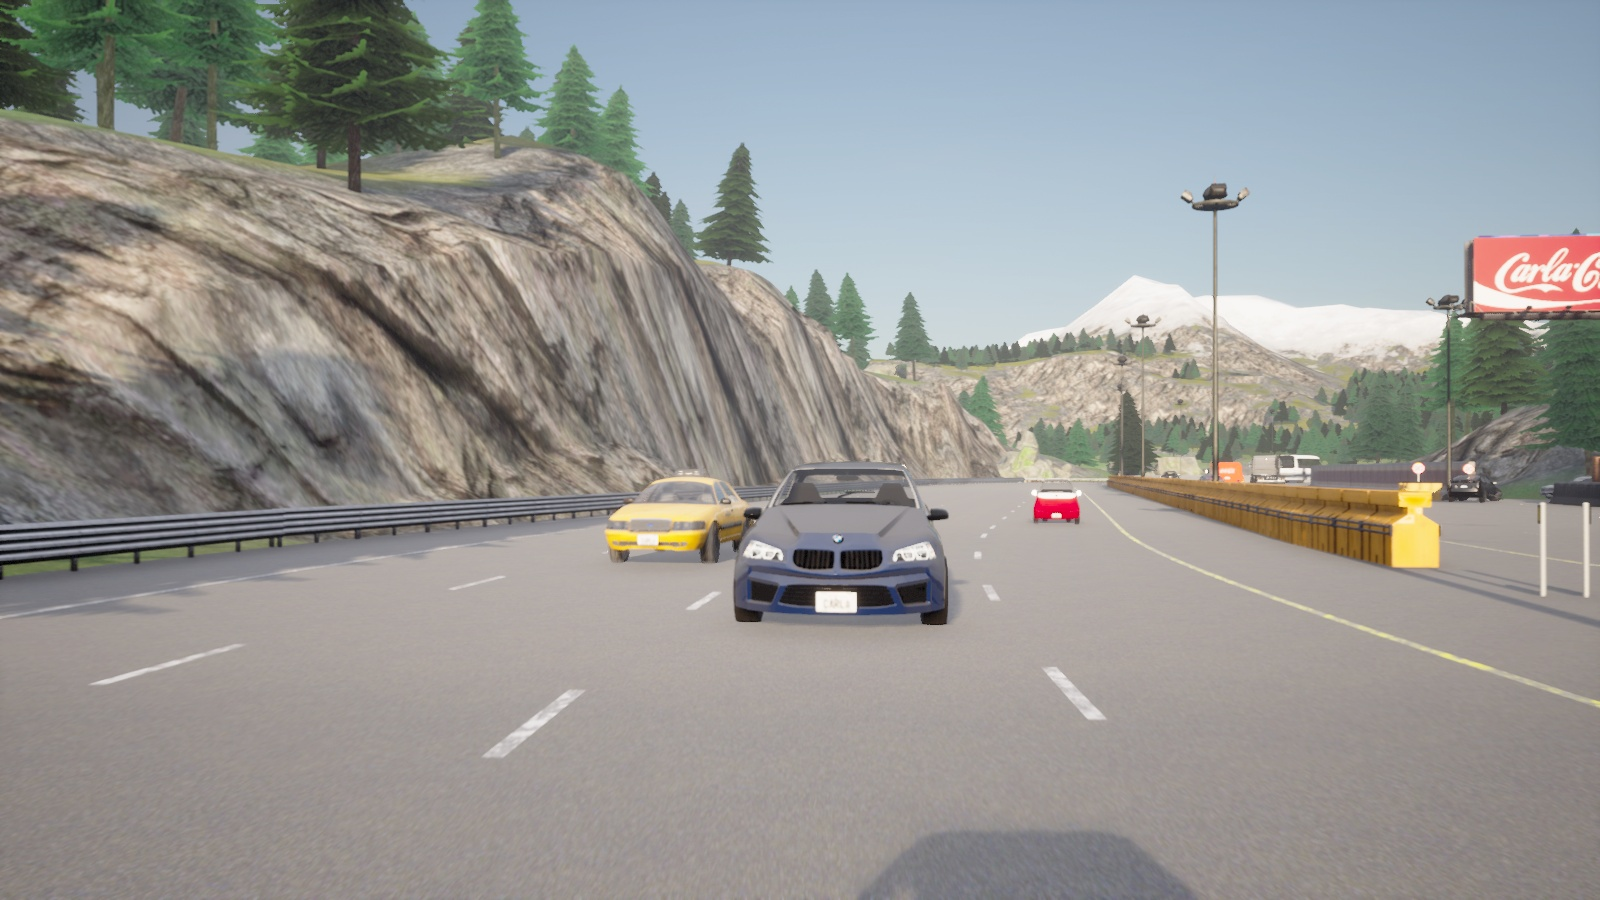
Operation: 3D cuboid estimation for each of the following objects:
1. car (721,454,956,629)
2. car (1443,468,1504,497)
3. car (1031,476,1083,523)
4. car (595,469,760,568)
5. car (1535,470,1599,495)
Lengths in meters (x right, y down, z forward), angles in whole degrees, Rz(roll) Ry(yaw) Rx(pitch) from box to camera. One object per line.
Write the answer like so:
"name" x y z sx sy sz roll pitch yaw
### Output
"car" 0.553 0.892 14.324 2.242 1.667 4.611 0 0 5
"car" 37.251 1.776 69.435 2.007 1.525 4.514 -1 -1 41
"car" 7.797 1.477 38.115 1.481 1.376 2.207 0 -1 12
"car" -2.054 1.143 22.797 1.801 1.575 5.366 0 -1 8
"car" 45.774 1.867 73.219 4.674 1.442 1.812 -1 -1 13
